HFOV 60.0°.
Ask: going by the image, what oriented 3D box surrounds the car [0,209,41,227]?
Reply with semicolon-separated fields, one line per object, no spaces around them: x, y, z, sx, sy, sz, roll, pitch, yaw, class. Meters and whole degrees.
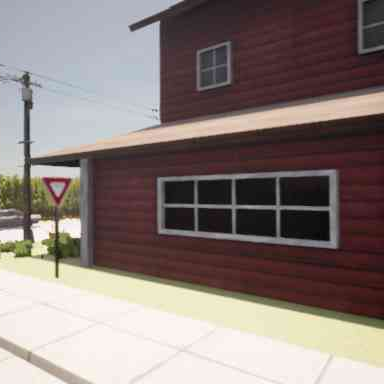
-12.721;1.828;22.021;1.895;1.301;4.718;-1;0;37;car
